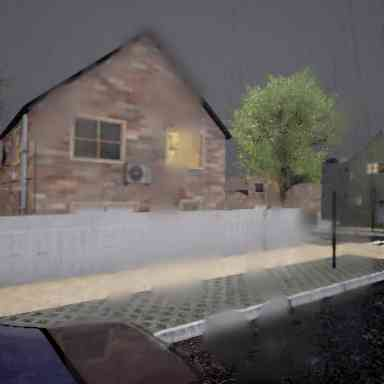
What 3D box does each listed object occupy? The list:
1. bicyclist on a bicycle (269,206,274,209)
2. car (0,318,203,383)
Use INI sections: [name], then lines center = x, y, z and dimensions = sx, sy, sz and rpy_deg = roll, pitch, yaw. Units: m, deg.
[bicyclist on a bicycle]
center = 7.327, 2.054, 30.411
dimensions = 1.656, 1.620, 0.582
rpy_deg = -2, 1, -35
[car]
center = -2.331, 1.536, 1.441
dimensions = 5.357, 1.411, 2.033
rpy_deg = 1, 0, -36
